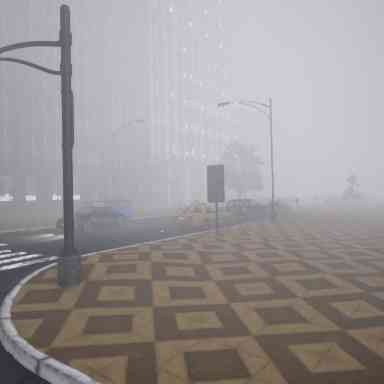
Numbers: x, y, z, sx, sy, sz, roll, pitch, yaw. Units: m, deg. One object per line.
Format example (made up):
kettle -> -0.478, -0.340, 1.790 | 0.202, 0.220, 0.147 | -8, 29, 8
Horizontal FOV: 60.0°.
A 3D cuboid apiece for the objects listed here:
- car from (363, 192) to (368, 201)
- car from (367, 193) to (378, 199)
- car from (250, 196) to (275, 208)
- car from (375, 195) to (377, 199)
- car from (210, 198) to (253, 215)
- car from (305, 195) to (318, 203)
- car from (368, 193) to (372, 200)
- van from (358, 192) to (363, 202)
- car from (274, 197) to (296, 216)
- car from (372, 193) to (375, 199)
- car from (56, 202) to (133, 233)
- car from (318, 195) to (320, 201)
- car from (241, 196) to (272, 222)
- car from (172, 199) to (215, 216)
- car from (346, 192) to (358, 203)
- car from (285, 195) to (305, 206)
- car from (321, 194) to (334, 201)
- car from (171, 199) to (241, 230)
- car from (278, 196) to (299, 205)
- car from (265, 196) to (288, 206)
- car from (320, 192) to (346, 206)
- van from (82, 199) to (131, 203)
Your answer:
car -> 32.387, 0.980, 64.839 | 1.967, 1.590, 4.097 | -2, -1, 35
car -> 45.112, 1.005, 83.199 | 2.008, 1.369, 4.403 | -2, -1, 35
car -> 9.853, 1.328, 46.372 | 1.967, 1.590, 4.097 | -2, -1, 35
car -> 42.042, 0.999, 78.740 | 1.752, 1.417, 4.829 | -2, -1, 35
car -> 4.046, 1.426, 33.331 | 2.033, 1.411, 5.357 | -2, -1, 35
car -> 22.538, 1.233, 64.806 | 1.967, 1.590, 4.097 | -2, -1, 35
car -> 35.573, 0.833, 69.426 | 2.192, 1.841, 5.009 | -2, -1, 35
van -> 29.203, 0.904, 60.251 | 1.690, 1.788, 3.998 | -2, -1, 35
car -> 7.005, 1.320, 28.076 | 1.802, 1.307, 4.206 | -2, -1, 35
car -> 38.781, 1.061, 73.998 | 1.947, 1.339, 4.313 | -2, -1, 35
car -> -5.657, 1.528, 19.234 | 1.994, 1.385, 4.181 | -2, -1, 35
car -> 25.711, 1.314, 69.413 | 1.887, 1.381, 4.507 | -2, -1, 35
car -> 3.836, 1.206, 23.476 | 1.967, 1.590, 4.097 | -2, -1, 35
car -> 0.245, 1.492, 32.407 | 1.752, 1.417, 4.829 | -2, -1, 35
car -> 26.012, 1.027, 55.669 | 1.967, 1.590, 4.097 | -2, -1, 35
car -> 14.063, 1.323, 47.714 | 2.128, 1.511, 4.902 | -2, -1, 35
car -> 32.054, 1.271, 78.629 | 1.887, 1.381, 4.507 | -2, -1, 35
car -> 0.768, 1.318, 19.015 | 1.752, 1.417, 4.829 | -2, -1, 35
car -> 16.198, 1.389, 55.588 | 2.008, 1.369, 4.403 | -2, -1, 35
car -> 13.026, 1.407, 50.979 | 1.887, 1.381, 4.507 | -2, -1, 35
car -> 19.772, 1.159, 46.611 | 1.752, 1.417, 4.829 | -2, -1, 35
van -> -6.004, 1.363, 23.332 | 1.690, 1.788, 3.998 | -2, -1, 35
